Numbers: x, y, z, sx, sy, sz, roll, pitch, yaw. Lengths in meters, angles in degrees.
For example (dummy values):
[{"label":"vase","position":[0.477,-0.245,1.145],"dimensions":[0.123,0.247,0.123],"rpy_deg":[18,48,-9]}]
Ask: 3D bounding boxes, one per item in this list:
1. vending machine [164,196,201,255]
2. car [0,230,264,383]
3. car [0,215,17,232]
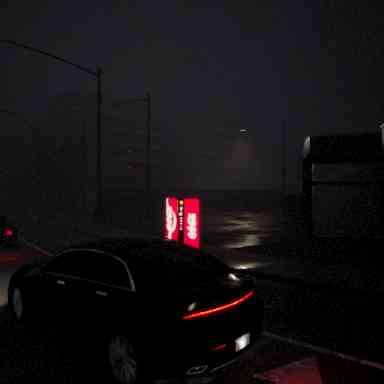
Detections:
[{"label":"vending machine","position":[-0.354,1.195,12.567],"dimensions":[1.100,2.100,0.880],"rpy_deg":[0,0,-40]},{"label":"car","position":[-1.254,1.500,5.362],"dimensions":[4.892,1.490,1.837],"rpy_deg":[-2,-1,41]},{"label":"car","position":[-8.926,1.601,14.198],"dimensions":[1.895,1.301,4.718],"rpy_deg":[0,0,-38]}]
